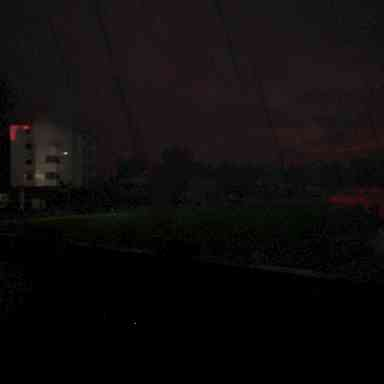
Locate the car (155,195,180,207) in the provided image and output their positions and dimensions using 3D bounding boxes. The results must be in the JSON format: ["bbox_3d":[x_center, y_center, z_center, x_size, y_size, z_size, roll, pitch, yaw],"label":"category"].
[{"bbox_3d":[-4.517,1.647,61.993,2.150,2.045,5.566,-1,-1,36],"label":"car"}]
